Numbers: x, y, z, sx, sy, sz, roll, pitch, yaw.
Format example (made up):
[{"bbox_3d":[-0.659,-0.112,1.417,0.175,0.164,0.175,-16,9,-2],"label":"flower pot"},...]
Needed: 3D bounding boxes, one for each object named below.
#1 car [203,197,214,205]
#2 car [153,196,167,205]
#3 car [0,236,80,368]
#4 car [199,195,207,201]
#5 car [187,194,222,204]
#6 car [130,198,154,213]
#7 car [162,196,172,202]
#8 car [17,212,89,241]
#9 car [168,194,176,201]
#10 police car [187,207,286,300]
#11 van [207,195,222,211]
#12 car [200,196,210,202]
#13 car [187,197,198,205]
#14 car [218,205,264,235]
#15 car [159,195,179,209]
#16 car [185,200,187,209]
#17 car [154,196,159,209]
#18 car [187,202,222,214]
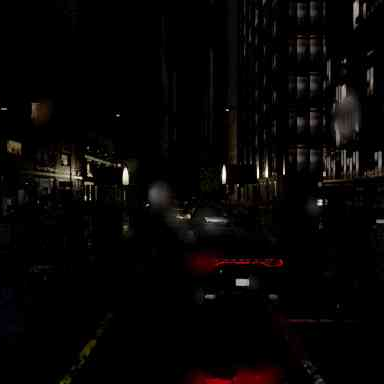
[{"bbox_3d":[2.800,1.544,58.284,1.752,1.417,4.829,0,0,0],"label":"car"},{"bbox_3d":[-5.581,1.459,58.127,1.967,1.590,4.097,0,0,0],"label":"car"},{"bbox_3d":[-3.095,1.547,3.369,2.033,1.411,5.357,0,0,0],"label":"car"},{"bbox_3d":[2.854,1.566,85.905,1.752,1.417,4.829,0,0,0],"label":"car"},{"bbox_3d":[0.948,1.226,24.496,2.150,2.045,5.566,0,0,0],"label":"car"},{"bbox_3d":[-5.624,1.555,36.031,2.008,1.369,4.403,0,0,0],"label":"car"},{"bbox_3d":[-5.548,1.613,74.700,1.802,1.307,4.206,0,0,0],"label":"car"},{"bbox_3d":[-5.667,1.550,13.935,2.008,1.369,4.403,0,0,0],"label":"car"},{"bbox_3d":[-5.516,1.485,91.272,1.967,1.590,4.097,0,0,0],"label":"car"},{"bbox_3d":[0.916,1.425,8.577,1.930,1.638,5.238,0,0,0],"label":"police car"},{"bbox_3d":[2.766,1.349,41.542,1.690,1.788,3.998,0,0,0],"label":"van"},{"bbox_3d":[2.832,1.582,74.687,2.008,1.369,4.403,0,0,0],"label":"car"},{"bbox_3d":[0.115,1.583,58.914,1.994,1.385,4.181,0,0,0],"label":"car"},{"bbox_3d":[2.725,1.551,19.445,2.008,1.369,4.403,0,0,0],"label":"car"},{"bbox_3d":[-2.912,1.362,45.914,2.097,1.767,4.553,0,0,0],"label":"car"},{"bbox_3d":[0.106,1.515,45.725,1.837,1.490,4.892,0,0,0],"label":"car"},{"bbox_3d":[-5.613,1.552,41.555,1.887,1.381,4.507,0,0,0],"label":"car"},{"bbox_3d":[0.813,1.504,18.467,1.837,1.490,4.892,0,0,0],"label":"car"}]
